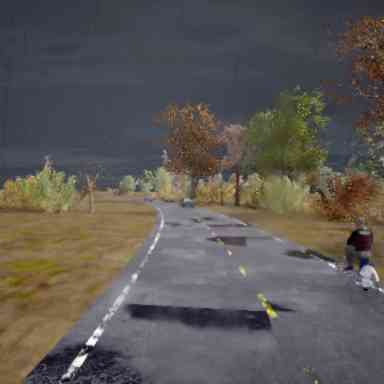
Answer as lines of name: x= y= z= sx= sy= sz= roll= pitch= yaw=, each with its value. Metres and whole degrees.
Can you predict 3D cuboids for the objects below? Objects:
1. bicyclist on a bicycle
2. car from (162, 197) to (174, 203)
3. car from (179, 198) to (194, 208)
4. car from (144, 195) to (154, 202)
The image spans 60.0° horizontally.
bicyclist on a bicycle: x=3.784 y=1.444 z=7.690 sx=0.659 sy=1.776 sz=1.843 roll=1 pitch=0 yaw=0
car: x=-5.289 y=1.726 z=71.622 sx=1.895 sy=1.301 sz=4.718 roll=1 pitch=0 yaw=-15
car: x=-0.880 y=1.653 z=51.207 sx=1.812 sy=1.442 sz=4.674 roll=1 pitch=0 yaw=-10
car: x=-10.129 y=1.586 z=78.044 sx=1.837 sy=1.490 sz=4.892 roll=1 pitch=0 yaw=-16
